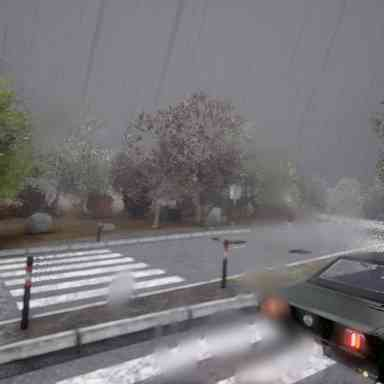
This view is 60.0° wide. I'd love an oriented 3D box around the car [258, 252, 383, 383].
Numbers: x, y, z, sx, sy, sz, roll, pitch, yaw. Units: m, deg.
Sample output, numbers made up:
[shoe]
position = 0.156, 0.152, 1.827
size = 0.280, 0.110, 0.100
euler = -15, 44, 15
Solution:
[car]
position = 3.424, 1.632, 5.190
size = 4.718, 1.301, 1.895
euler = 0, -1, -30
